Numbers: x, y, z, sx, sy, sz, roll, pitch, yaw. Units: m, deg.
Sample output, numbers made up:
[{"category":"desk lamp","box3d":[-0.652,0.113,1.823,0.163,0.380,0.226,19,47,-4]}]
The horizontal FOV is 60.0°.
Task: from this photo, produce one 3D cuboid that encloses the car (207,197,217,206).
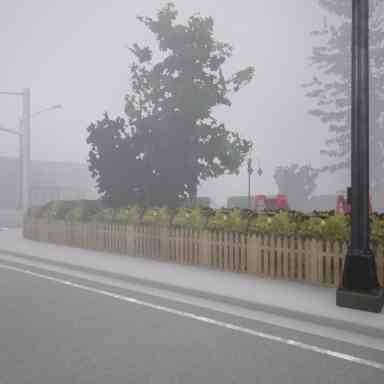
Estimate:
[{"category":"car","box3d":[2.091,1.508,52.997,1.837,1.490,4.892,0,0,36]}]
